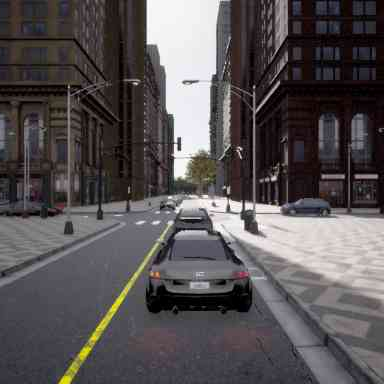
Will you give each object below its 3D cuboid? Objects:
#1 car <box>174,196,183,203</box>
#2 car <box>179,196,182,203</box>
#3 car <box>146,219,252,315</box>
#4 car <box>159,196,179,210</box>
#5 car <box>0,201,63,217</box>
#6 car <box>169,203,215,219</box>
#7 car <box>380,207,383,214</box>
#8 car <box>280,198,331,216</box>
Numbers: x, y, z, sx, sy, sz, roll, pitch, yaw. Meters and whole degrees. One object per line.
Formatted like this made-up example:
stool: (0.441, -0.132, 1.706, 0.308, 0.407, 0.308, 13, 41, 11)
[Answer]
car: (-3.024, 1.551, 73.457, 1.812, 1.442, 4.674, 0, 0, 0)
car: (-3.108, 1.495, 52.810, 2.128, 1.511, 4.902, 0, 0, 0)
car: (0.105, 1.564, 7.686, 1.994, 1.385, 4.181, 0, 0, -1)
car: (-3.105, 1.548, 43.049, 2.033, 1.411, 5.357, 0, 0, 0)
car: (-14.127, 1.499, 28.835, 5.357, 1.411, 2.033, 0, 0, 0)
car: (0.055, 1.505, 16.593, 1.837, 1.490, 4.892, 0, 0, 0)
car: (20.508, 1.631, 32.048, 4.181, 1.385, 1.994, 0, 0, 0)
car: (10.852, 1.389, 32.082, 4.553, 1.767, 2.097, 0, 0, 1)
